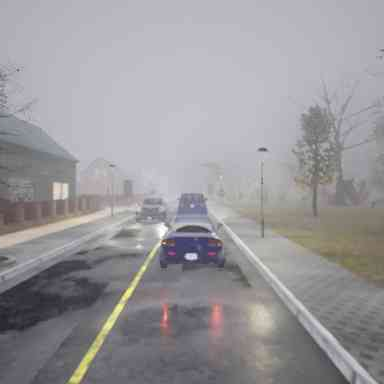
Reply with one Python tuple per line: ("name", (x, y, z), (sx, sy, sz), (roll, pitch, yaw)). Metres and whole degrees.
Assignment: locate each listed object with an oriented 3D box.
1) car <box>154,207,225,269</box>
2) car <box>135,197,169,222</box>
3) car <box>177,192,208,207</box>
("car", (0.047, 1.437, 10.685), (1.812, 1.442, 4.674), (0, 1, 1))
("car", (-2.818, 1.162, 24.414), (2.097, 1.767, 4.553), (0, 0, 0))
("car", (0.045, 1.027, 25.482), (2.150, 2.045, 5.566), (0, 1, 1))
